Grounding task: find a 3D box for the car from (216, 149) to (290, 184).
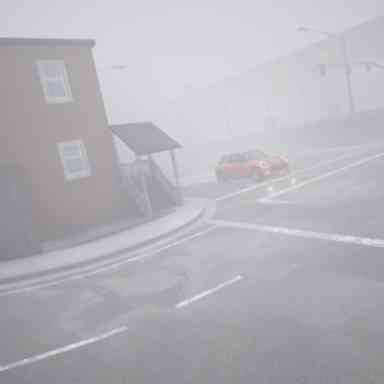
[{"bbox_3d":[3.269,-1.591,18.905,2.097,1.767,4.553,-16,9,-31],"label":"car"}]
